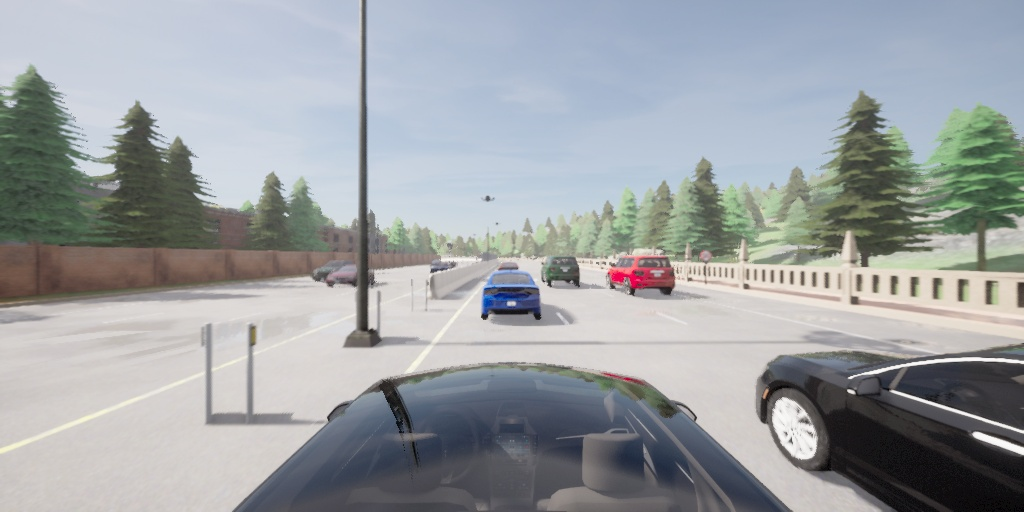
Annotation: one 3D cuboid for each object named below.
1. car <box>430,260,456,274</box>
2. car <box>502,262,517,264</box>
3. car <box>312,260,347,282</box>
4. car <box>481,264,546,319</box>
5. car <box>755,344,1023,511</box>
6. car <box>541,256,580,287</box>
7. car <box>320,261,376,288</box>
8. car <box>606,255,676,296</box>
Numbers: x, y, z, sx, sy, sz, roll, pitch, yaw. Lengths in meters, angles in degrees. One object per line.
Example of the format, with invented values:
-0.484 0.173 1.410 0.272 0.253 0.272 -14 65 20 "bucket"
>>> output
-7.493 1.407 38.811 1.895 1.301 4.718 0 0 0 "car"
-0.245 1.266 32.320 1.882 1.535 5.008 0 0 0 "car"
-14.417 1.156 29.548 2.097 1.767 4.553 0 0 0 "car"
-0.047 1.242 12.975 1.882 1.535 5.008 0 0 -1 "car"
3.576 1.251 1.937 1.837 1.490 4.892 0 0 0 "car"
3.317 0.998 25.166 2.150 2.045 5.566 0 0 -1 "car"
-10.871 1.318 24.562 1.812 1.442 4.674 0 0 -1 "car"
6.868 0.987 19.666 2.150 2.045 5.566 0 0 -1 "car"
